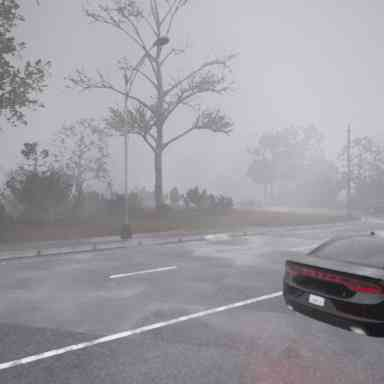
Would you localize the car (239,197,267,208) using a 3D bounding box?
[{"bbox_3d":[8.888,1.516,48.694,2.128,1.511,4.902,0,0,-27],"label":"car"}]

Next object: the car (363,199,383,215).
[{"bbox_3d":[18.653,1.480,31.124,1.837,1.490,4.892,0,1,-34],"label":"car"}]

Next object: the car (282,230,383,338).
[{"bbox_3d":[3.906,1.473,6.414,5.008,1.535,1.882,0,0,-35],"label":"car"}]
